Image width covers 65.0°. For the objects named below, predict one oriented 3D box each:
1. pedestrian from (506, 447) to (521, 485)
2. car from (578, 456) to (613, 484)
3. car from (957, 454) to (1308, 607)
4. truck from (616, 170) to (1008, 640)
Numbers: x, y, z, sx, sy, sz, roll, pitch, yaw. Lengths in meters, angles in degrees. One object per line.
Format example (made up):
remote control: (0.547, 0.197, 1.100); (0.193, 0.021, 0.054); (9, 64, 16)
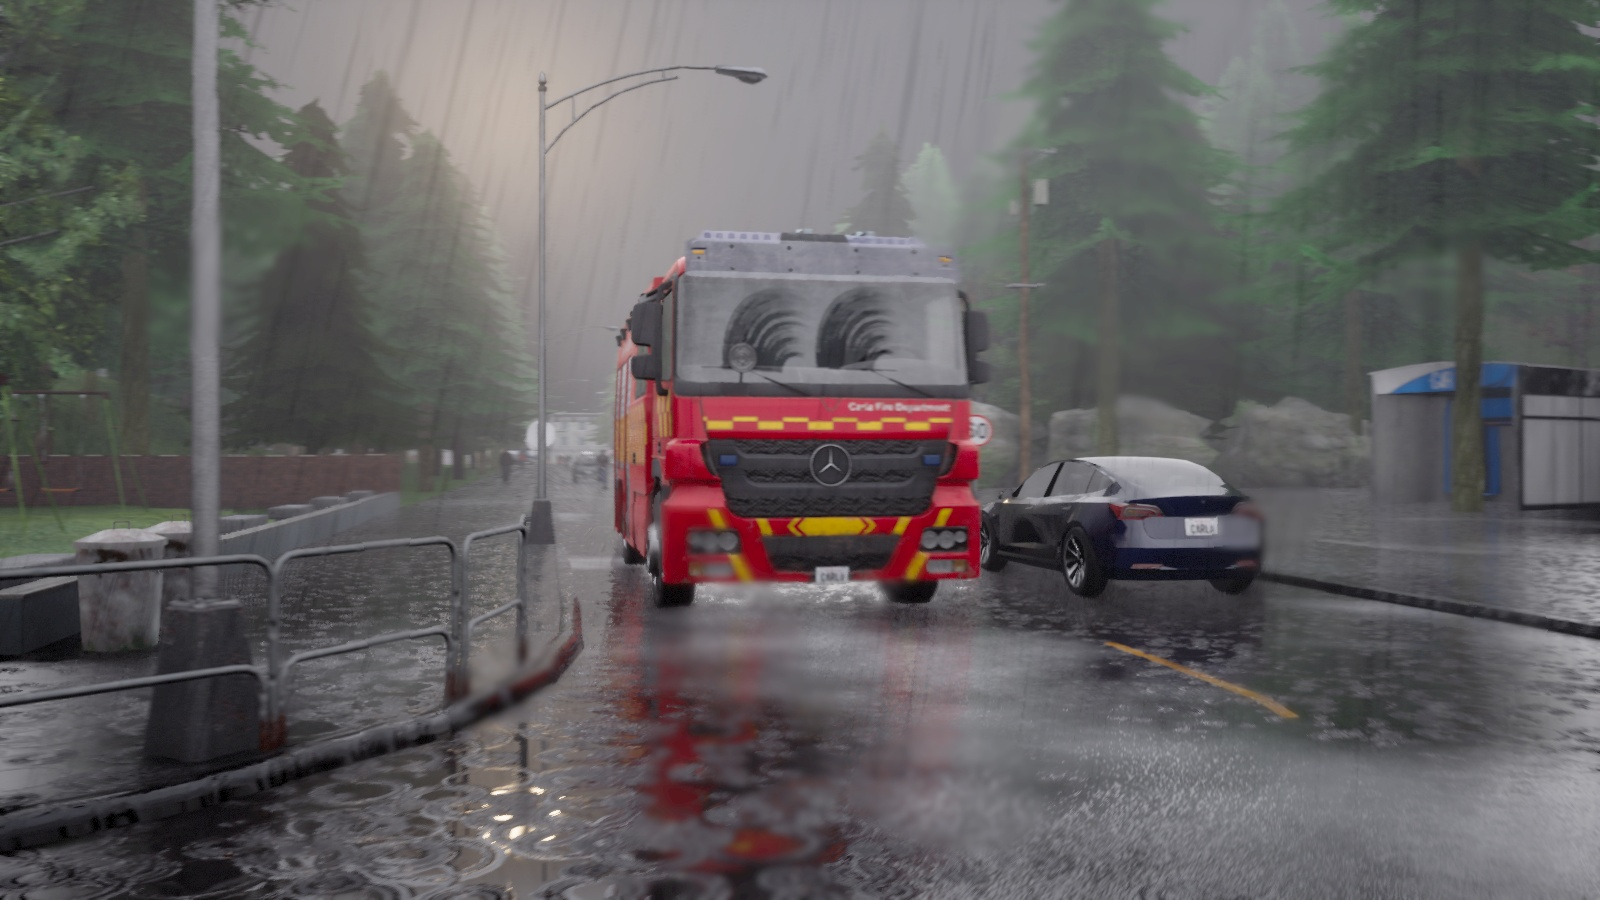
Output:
pedestrian: (-14.219, 0.797, 62.294); (0.634, 1.844, 0.899); (0, 0, -19)
car: (-11.453, 1.092, 70.220); (1.789, 1.549, 3.705); (0, 0, -11)
car: (3.617, 0.799, 14.795); (2.163, 1.488, 4.792); (0, 0, -10)
truck: (-0.461, -0.351, 14.655); (2.891, 3.827, 8.468); (0, 0, -11)
